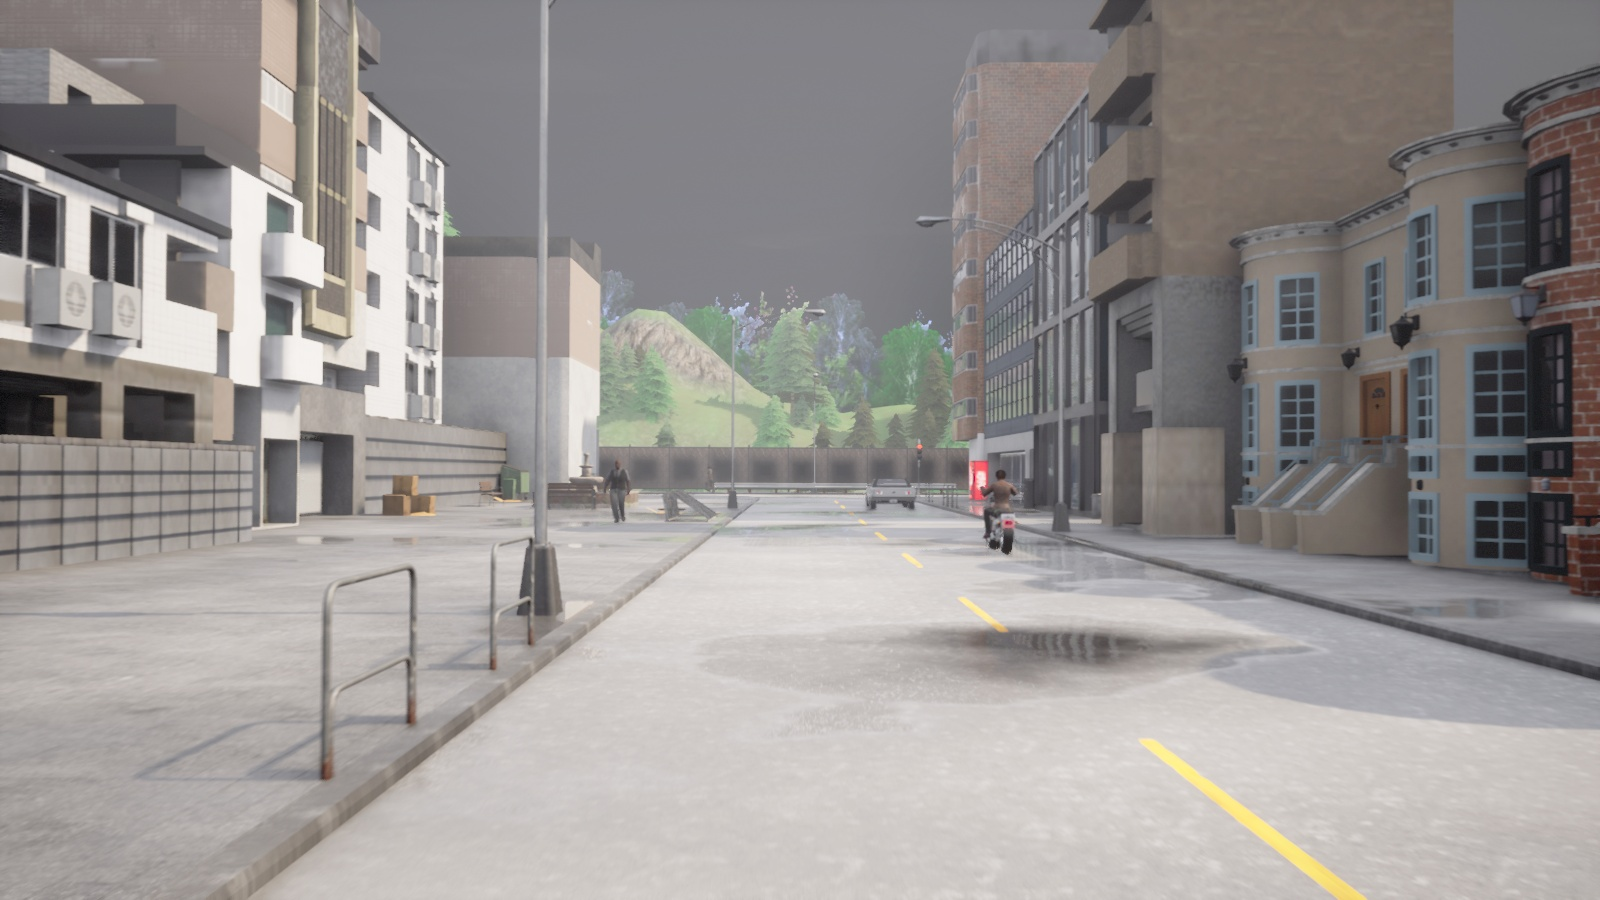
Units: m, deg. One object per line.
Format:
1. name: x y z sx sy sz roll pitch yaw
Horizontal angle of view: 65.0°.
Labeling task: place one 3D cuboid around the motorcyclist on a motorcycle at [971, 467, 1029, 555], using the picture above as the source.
1. motorcyclist on a motorcycle: 3.923 1.165 24.835 0.766 1.649 2.350 0 -1 0

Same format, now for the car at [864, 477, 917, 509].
1. car: 3.839 1.800 53.802 1.895 1.301 4.718 0 -1 0
